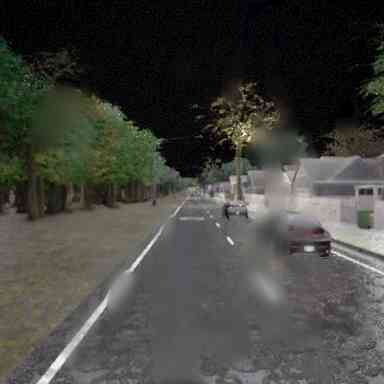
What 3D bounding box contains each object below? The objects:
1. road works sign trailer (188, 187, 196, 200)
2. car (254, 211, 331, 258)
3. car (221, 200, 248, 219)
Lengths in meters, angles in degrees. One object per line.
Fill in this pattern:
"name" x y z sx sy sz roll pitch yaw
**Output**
"road works sign trailer" 0.017 0.398 90.121 2.380 3.560 2.880 0 0 0
"car" 3.598 1.488 12.622 1.837 1.490 4.892 0 0 0
"car" 3.603 1.452 28.555 2.128 1.511 4.902 0 0 0
